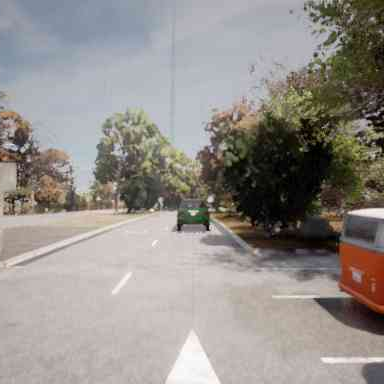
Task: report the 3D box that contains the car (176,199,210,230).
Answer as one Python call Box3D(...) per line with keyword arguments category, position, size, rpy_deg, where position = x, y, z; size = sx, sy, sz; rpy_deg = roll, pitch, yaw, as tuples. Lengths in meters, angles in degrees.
Box3D(category="car", position=(0.084, 1.534, 23.368), size=(2.150, 2.045, 5.566), rpy_deg=(0, -1, 0))

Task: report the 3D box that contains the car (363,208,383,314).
Box3D(category="car", position=(5.065, 1.235, 3.145), size=(5.566, 2.045, 2.435), rpy_deg=(0, 0, 0))

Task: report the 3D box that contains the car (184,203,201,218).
Box3D(category="car", position=(0.073, 2.283, 42.076), size=(2.097, 1.767, 4.553), rpy_deg=(0, -2, 0))

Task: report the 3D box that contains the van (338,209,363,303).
Box3D(category="van", position=(5.153, 1.279, 6.037), size=(4.442, 1.987, 1.878), rpy_deg=(0, 0, 0))
